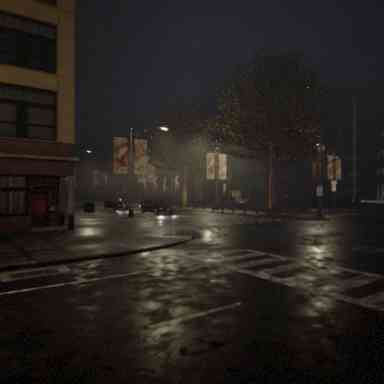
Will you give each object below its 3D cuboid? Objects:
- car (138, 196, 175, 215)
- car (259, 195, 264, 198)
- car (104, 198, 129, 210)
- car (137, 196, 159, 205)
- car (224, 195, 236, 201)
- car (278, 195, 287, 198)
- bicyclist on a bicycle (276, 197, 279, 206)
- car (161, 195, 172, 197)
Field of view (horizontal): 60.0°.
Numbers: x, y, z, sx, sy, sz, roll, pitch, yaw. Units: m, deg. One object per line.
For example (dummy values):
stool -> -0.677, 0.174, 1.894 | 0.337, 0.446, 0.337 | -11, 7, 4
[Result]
car -> -3.673, 1.502, 33.945 | 1.837, 1.490, 4.892 | 0, 0, -36
car -> 17.685, 1.450, 83.125 | 1.895, 1.301, 4.718 | 0, 0, -36
car -> -9.646, 1.488, 42.319 | 2.128, 1.511, 4.902 | 0, 0, -36
car -> -8.006, 1.499, 59.887 | 1.837, 1.490, 4.892 | 0, 0, -36
car -> 8.022, 1.403, 76.691 | 2.161, 1.482, 4.786 | 0, 0, -36
car -> 18.487, 1.309, 69.191 | 2.002, 1.452, 4.674 | 0, 0, -36
bicyclist on a bicycle -> 12.673, 1.293, 50.580 | 1.656, 1.620, 0.582 | 0, 0, -36
car -> -5.144, 1.346, 61.902 | 2.097, 1.767, 4.553 | 0, 0, -36
